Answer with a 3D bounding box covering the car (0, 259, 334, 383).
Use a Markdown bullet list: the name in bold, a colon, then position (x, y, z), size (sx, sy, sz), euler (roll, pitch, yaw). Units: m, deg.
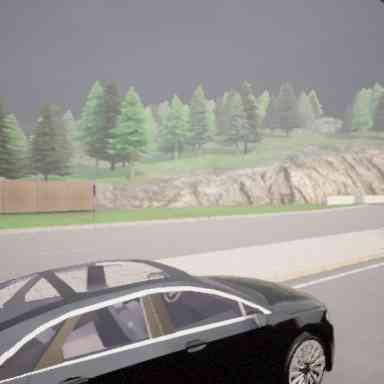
- **car**: position (-0.509, 1.485, 3.383), size (4.902, 1.511, 2.128), euler (0, 0, -36)
